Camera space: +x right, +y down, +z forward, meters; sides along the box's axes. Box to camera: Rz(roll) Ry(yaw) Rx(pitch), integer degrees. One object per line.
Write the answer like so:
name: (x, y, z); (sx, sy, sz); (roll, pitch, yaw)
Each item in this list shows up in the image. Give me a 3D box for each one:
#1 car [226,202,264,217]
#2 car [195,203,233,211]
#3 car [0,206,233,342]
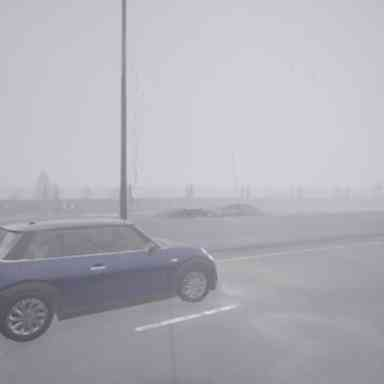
car: (2.326, 1.424, 21.309); (4.892, 1.490, 1.837); (0, 0, -27)
car: (-0.701, 1.439, 15.694); (4.892, 1.490, 1.837); (0, 0, -30)
car: (-1.662, 1.320, 6.635); (4.553, 1.767, 2.097); (0, 0, -34)
